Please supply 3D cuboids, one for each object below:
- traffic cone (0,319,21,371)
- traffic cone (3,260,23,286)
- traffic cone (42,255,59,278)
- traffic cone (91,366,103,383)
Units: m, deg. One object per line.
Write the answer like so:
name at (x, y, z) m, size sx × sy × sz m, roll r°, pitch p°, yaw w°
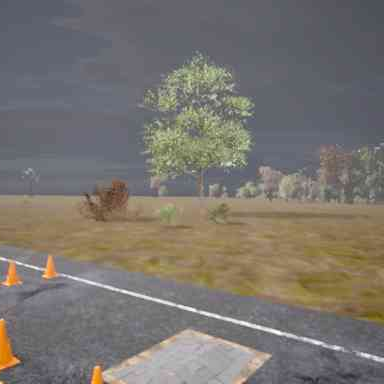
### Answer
traffic cone at (-2.525, 1.991, 4.423) m, size 0.340 × 0.580 × 0.340 m, roll 0°, pitch -1°, yaw 37°
traffic cone at (-4.528, 2.022, 8.421) m, size 0.340 × 0.580 × 0.340 m, roll 0°, pitch -1°, yaw 37°
traffic cone at (-3.929, 2.036, 9.221) m, size 0.340 × 0.580 × 0.340 m, roll 0°, pitch -1°, yaw 37°
traffic cone at (-0.924, 1.991, 3.224) m, size 0.340 × 0.580 × 0.340 m, roll 0°, pitch -1°, yaw 37°
